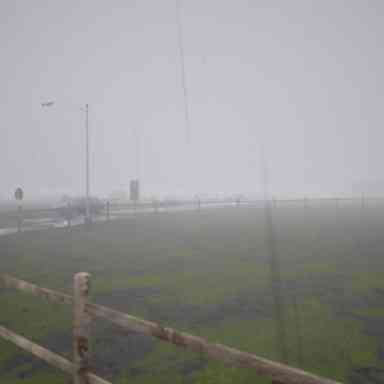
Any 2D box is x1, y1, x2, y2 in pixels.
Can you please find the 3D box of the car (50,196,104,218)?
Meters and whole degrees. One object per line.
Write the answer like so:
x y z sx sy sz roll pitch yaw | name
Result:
-9.585 1.150 27.945 2.097 1.767 4.553 0 1 27 | car

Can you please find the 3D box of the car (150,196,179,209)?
-3.252 1.178 40.380 1.812 1.442 4.674 0 1 29 | car

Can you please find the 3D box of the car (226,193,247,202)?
7.961 0.968 59.315 2.033 1.411 5.357 0 1 33 | car
